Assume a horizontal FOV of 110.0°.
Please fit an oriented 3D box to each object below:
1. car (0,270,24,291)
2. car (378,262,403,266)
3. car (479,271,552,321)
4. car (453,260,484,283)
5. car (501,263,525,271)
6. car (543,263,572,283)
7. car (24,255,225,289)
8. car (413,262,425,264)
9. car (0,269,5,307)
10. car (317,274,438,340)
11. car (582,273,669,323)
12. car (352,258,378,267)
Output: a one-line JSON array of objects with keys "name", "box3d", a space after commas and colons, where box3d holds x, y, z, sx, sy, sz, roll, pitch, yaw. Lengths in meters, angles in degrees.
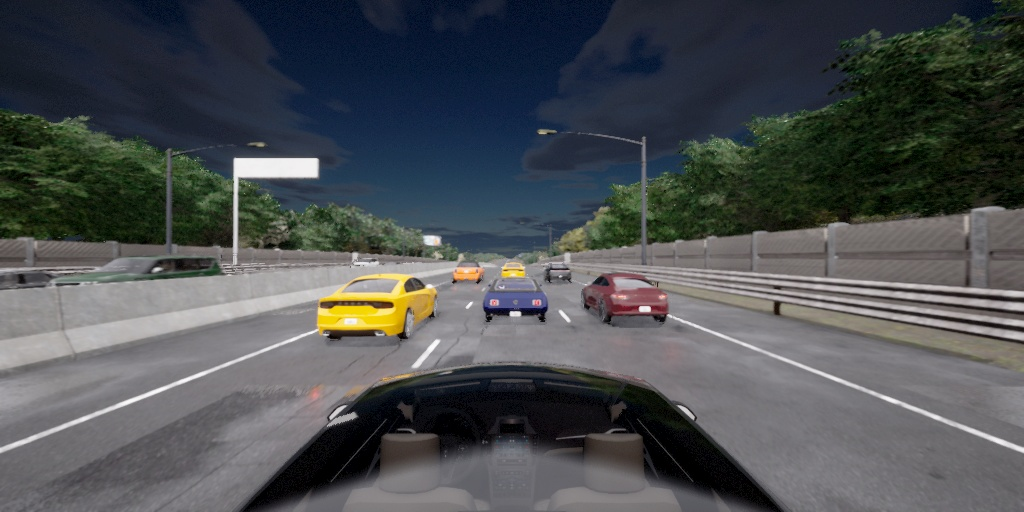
[{"name": "car", "box3d": [-17.597, 1.264, 12.117, 1.837, 1.490, 4.892, 0, 0, 0]}, {"name": "car", "box3d": [-17.555, 1.561, 52.908, 1.882, 1.535, 5.008, 0, -1, 0]}, {"name": "car", "box3d": [0.104, 1.359, 12.395, 1.895, 1.301, 4.718, 0, 0, 0]}, {"name": "car", "box3d": [-3.393, 1.201, 28.790, 2.097, 1.767, 4.553, 0, 0, 0]}, {"name": "car", "box3d": [0.109, 1.343, 30.603, 1.882, 1.535, 5.008, 0, -1, 0]}, {"name": "car", "box3d": [3.608, 1.342, 28.999, 2.128, 1.511, 4.902, 0, -1, 0]}, {"name": "car", "box3d": [-14.094, 0.984, 13.978, 2.150, 2.045, 5.566, 0, 0, 0]}, {"name": "car", "box3d": [-14.052, 1.621, 54.066, 1.812, 1.442, 4.674, 0, -1, 0]}, {"name": "car", "box3d": [-21.097, 1.250, 11.705, 2.128, 1.511, 4.902, 0, 0, 0]}, {"name": "car", "box3d": [-3.398, 1.233, 10.034, 1.882, 1.535, 5.008, 0, 0, 0]}, {"name": "car", "box3d": [3.603, 1.283, 12.012, 1.812, 1.442, 4.674, 0, 0, 0]}, {"name": "car", "box3d": [-21.053, 1.294, 51.851, 2.150, 2.045, 5.566, 0, -1, 0]}]
